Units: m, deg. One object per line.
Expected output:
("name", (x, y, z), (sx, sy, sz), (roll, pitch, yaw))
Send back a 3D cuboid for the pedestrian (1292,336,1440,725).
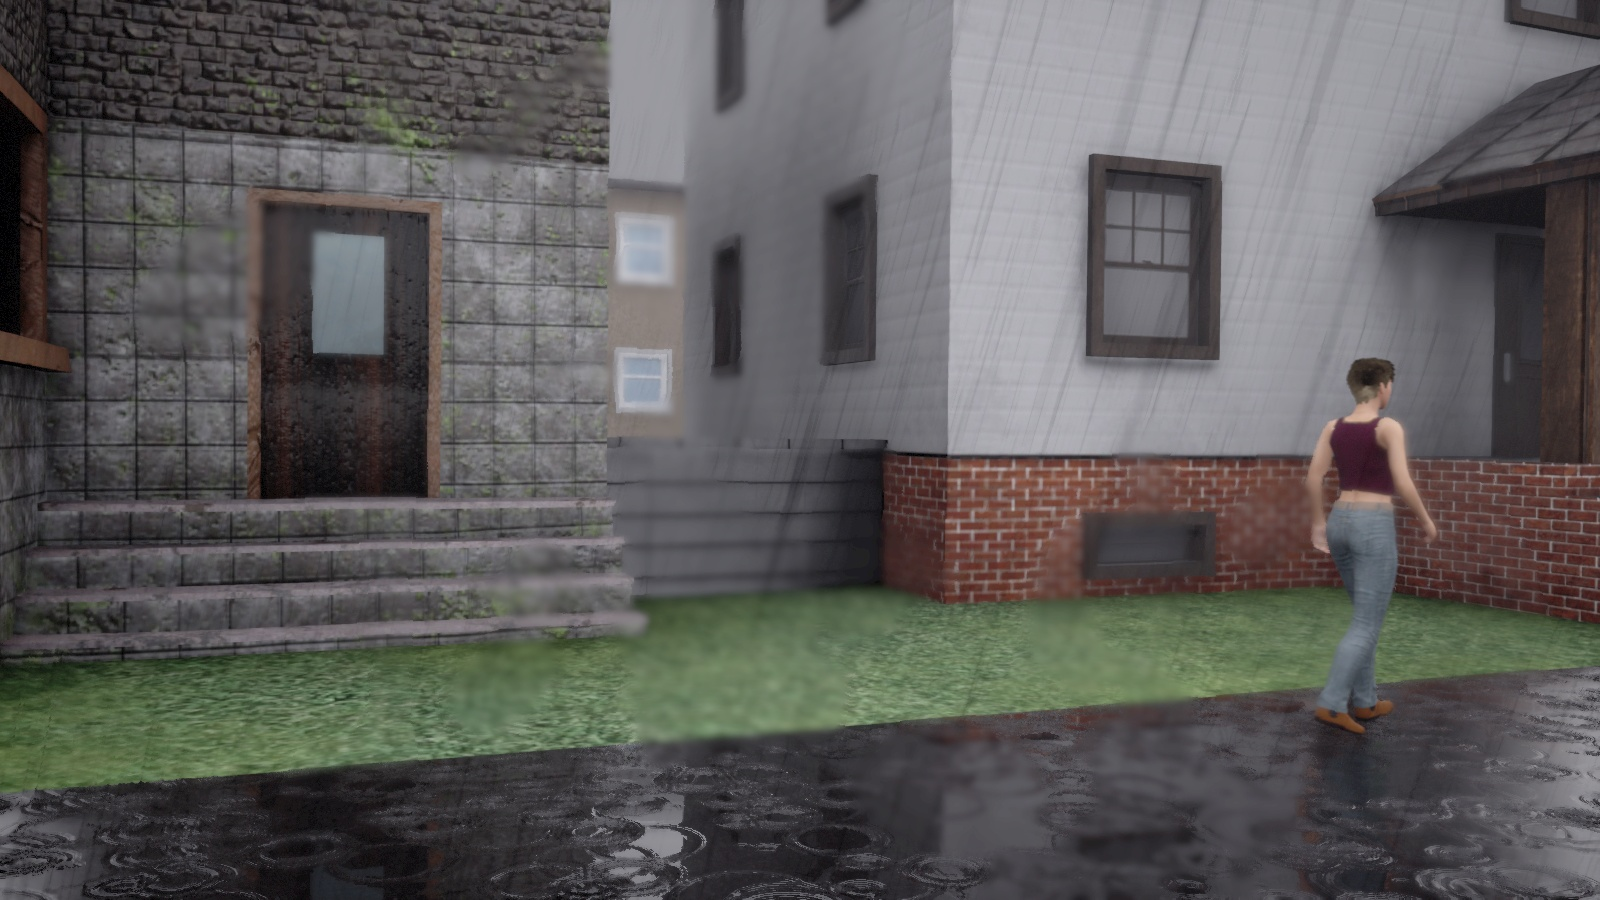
("pedestrian", (2.792, 0.377, 6.198), (0.594, 1.836, 0.345), (-1, 1, -22))
